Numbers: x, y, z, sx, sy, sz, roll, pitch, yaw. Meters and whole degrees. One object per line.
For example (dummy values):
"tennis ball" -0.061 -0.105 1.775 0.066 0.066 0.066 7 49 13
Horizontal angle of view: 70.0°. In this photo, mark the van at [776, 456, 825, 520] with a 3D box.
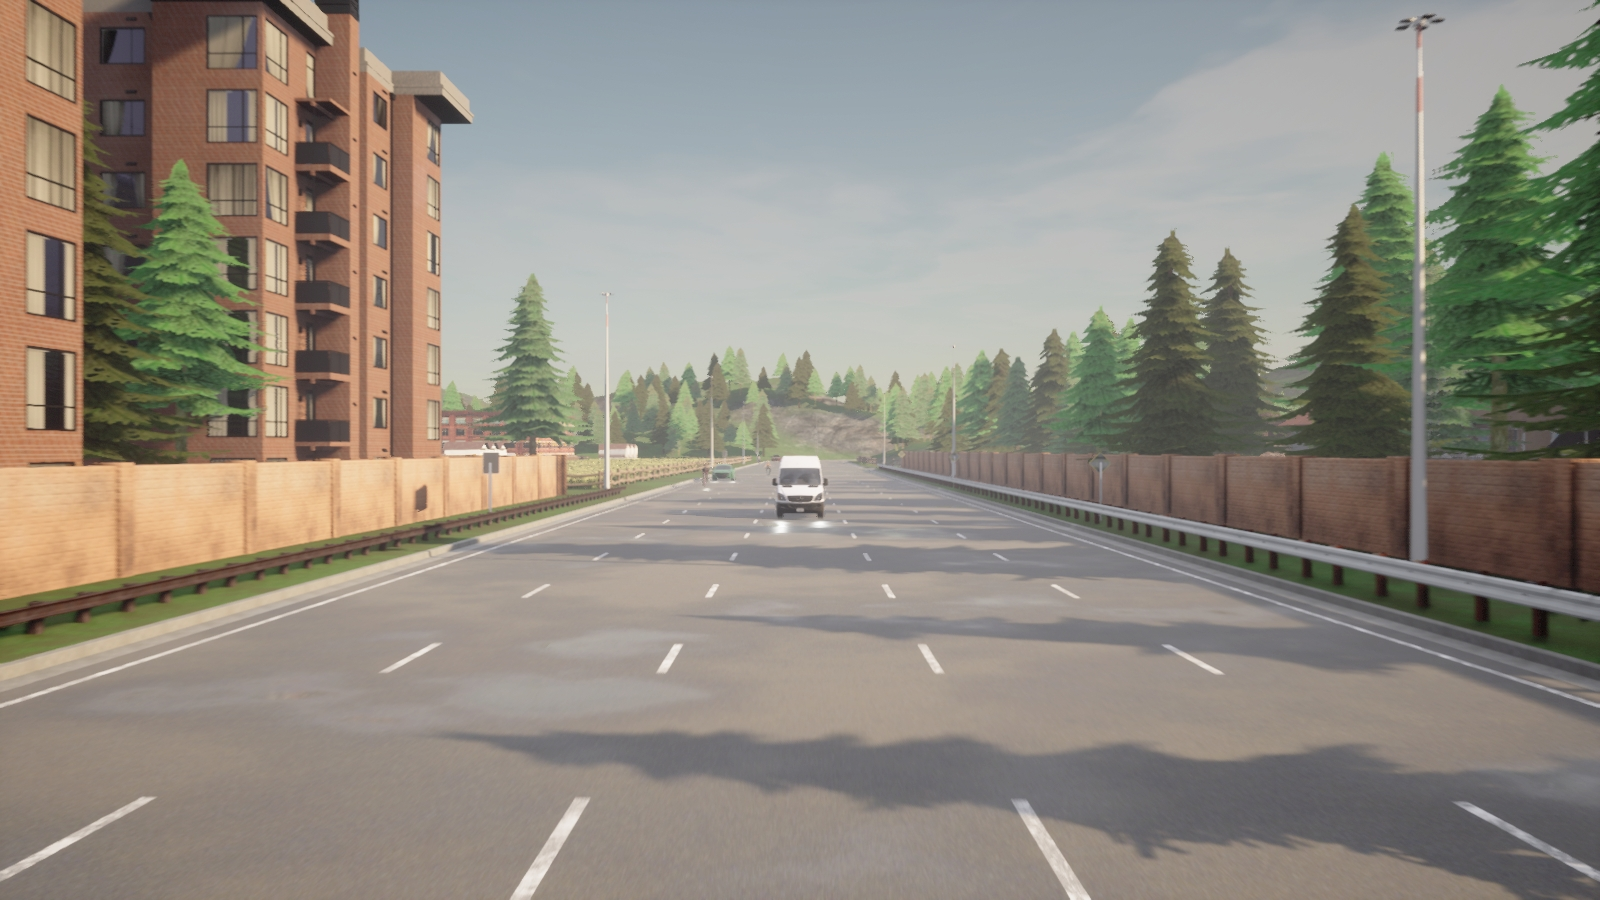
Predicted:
"van" 0.013 1.534 48.873 1.988 2.561 5.915 0 0 0
